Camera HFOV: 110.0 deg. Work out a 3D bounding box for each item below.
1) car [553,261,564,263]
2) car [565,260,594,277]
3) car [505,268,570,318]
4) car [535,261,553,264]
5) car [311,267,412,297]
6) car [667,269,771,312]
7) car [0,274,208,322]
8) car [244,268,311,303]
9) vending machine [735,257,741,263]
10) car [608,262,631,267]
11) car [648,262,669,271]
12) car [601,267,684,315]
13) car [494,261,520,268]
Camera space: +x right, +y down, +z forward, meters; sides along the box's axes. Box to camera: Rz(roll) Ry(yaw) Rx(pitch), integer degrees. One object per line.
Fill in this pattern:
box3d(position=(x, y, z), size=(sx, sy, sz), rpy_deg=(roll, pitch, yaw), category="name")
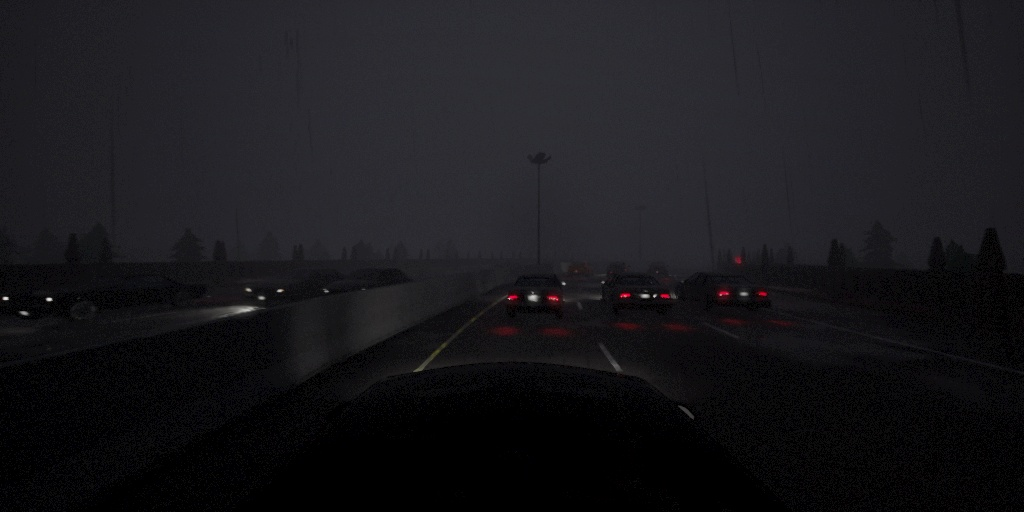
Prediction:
box3d(position=(8.468, 1.340, 54.397), size=(1.994, 1.385, 4.181), rpy_deg=(0, 0, 33), category="car")
box3d(position=(6.840, 1.251, 35.421), size=(1.882, 1.535, 5.008), rpy_deg=(0, 0, 21), category="car")
box3d(position=(0.959, 1.300, 13.104), size=(2.033, 1.411, 5.357), rpy_deg=(0, 0, 8), category="car")
box3d(position=(5.409, 1.364, 56.169), size=(1.895, 1.301, 4.718), rpy_deg=(0, 0, 32), category="car")
box3d(position=(-5.928, 1.227, 15.299), size=(1.837, 1.490, 4.892), rpy_deg=(0, 0, 9), category="car")
box3d(position=(8.225, 1.331, 14.565), size=(2.033, 1.411, 5.357), rpy_deg=(0, 0, 9), category="car")
box3d(position=(-13.379, 1.291, 12.203), size=(1.895, 1.301, 4.718), rpy_deg=(0, 0, 6), category="car")
box3d(position=(-9.323, 1.254, 16.549), size=(2.033, 1.411, 5.357), rpy_deg=(0, 0, 9), category="car")
box3d(position=(23.656, 1.041, 37.055), size=(1.100, 2.100, 0.880), rpy_deg=(0, 0, 27), category="vending machine")
box3d(position=(10.249, 1.293, 34.513), size=(1.837, 1.490, 4.892), rpy_deg=(0, 0, 22), category="car")
box3d(position=(14.804, 1.333, 36.353), size=(1.812, 1.442, 4.674), rpy_deg=(0, 0, 24), category="car")
box3d(position=(4.585, 1.315, 13.828), size=(2.033, 1.411, 5.357), rpy_deg=(0, 0, 8), category="car")
box3d(position=(-0.715, 1.338, 52.612), size=(1.895, 1.301, 4.718), rpy_deg=(0, 0, 29), category="car")
